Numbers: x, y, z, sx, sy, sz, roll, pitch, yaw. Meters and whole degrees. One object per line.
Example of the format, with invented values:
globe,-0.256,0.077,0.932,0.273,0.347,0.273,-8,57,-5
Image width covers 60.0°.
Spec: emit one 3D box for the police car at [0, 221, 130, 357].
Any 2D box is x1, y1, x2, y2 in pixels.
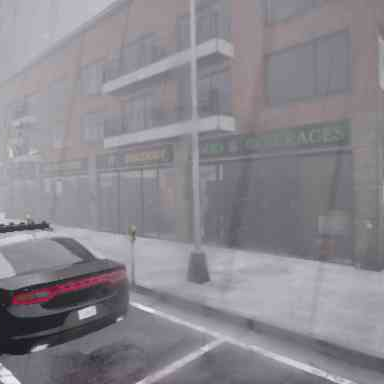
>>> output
police car,-3.261,1.385,6.118,5.238,1.638,1.930,0,1,43
